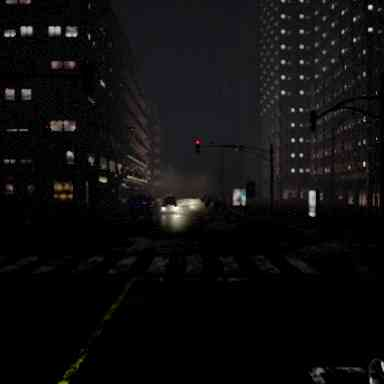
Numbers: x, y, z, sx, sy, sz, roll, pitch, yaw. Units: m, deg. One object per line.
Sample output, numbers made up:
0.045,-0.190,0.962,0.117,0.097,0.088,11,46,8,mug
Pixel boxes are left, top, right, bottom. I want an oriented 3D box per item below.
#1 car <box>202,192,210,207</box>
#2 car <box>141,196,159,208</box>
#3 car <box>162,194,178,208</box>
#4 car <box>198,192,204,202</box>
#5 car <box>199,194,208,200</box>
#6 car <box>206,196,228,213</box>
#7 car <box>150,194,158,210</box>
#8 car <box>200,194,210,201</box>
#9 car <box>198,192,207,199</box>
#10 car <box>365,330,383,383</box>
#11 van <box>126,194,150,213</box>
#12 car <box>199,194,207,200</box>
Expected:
2.706,1.232,45.207,1.967,1.590,4.097,0,0,0,car
-5.675,1.337,45.210,1.887,1.381,4.507,0,0,0,car
-2.990,1.326,45.260,1.812,1.442,4.674,0,0,0,car
2.709,1.162,61.789,1.967,1.590,4.097,0,0,0,car
2.712,1.203,78.372,1.887,1.381,4.507,0,0,0,car
2.703,1.423,34.151,1.802,1.307,4.206,0,0,0,car
-5.675,1.131,39.681,2.192,1.841,5.009,0,0,0,car
2.710,1.230,72.845,2.008,1.369,4.403,0,0,0,car
2.715,0.931,89.426,2.192,1.841,5.009,0,0,0,car
2.697,1.557,1.746,1.947,1.339,4.313,0,0,0,car
-5.676,1.182,34.153,1.690,1.788,3.998,0,0,0,van
2.712,1.219,83.900,1.802,1.307,4.206,0,0,0,car
